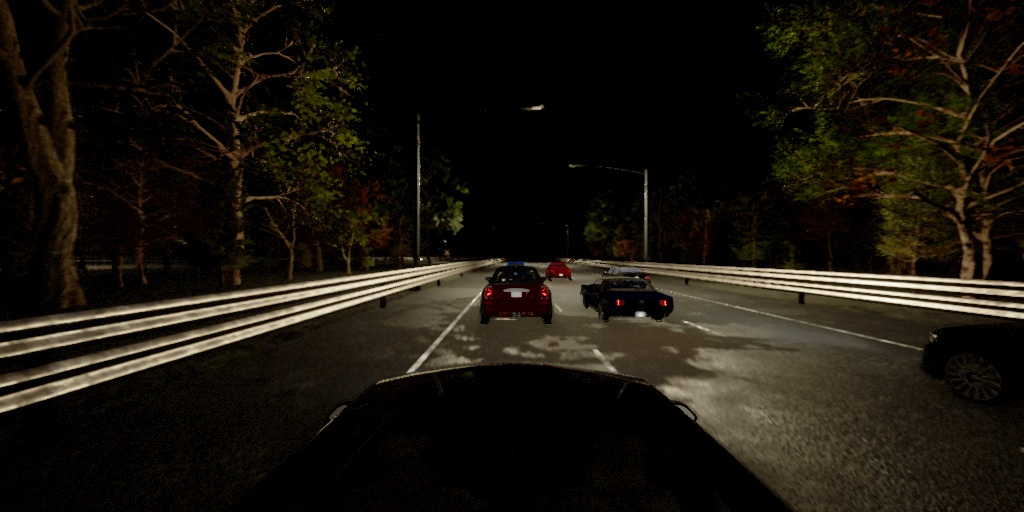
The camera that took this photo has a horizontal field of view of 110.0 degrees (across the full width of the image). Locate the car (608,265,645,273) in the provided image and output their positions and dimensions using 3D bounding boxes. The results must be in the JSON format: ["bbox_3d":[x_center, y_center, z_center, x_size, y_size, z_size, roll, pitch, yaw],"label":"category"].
[{"bbox_3d":[7.225,1.299,23.148,2.033,1.411,5.357,0,0,1],"label":"car"}]

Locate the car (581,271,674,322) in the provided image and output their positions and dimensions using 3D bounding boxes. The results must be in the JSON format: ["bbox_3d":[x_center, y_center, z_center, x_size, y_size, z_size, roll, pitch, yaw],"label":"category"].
[{"bbox_3d":[3.638,1.352,12.321,1.895,1.301,4.718,0,0,0],"label":"car"}]

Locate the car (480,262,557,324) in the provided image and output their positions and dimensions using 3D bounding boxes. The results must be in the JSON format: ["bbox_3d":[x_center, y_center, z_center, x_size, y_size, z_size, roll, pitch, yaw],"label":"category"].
[{"bbox_3d":[0.140,1.103,12.191,2.097,1.767,4.553,0,0,0],"label":"car"}]

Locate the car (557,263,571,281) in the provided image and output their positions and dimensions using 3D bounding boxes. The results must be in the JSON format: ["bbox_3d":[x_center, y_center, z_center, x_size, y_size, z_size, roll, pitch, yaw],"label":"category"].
[{"bbox_3d":[3.811,1.277,29.921,1.812,1.442,4.674,0,0,1],"label":"car"}]

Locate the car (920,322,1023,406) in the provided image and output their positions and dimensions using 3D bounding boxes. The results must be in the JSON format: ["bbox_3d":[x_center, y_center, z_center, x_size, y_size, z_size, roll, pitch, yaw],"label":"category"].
[{"bbox_3d":[7.108,1.243,3.363,2.128,1.511,4.902,0,0,0],"label":"car"}]
